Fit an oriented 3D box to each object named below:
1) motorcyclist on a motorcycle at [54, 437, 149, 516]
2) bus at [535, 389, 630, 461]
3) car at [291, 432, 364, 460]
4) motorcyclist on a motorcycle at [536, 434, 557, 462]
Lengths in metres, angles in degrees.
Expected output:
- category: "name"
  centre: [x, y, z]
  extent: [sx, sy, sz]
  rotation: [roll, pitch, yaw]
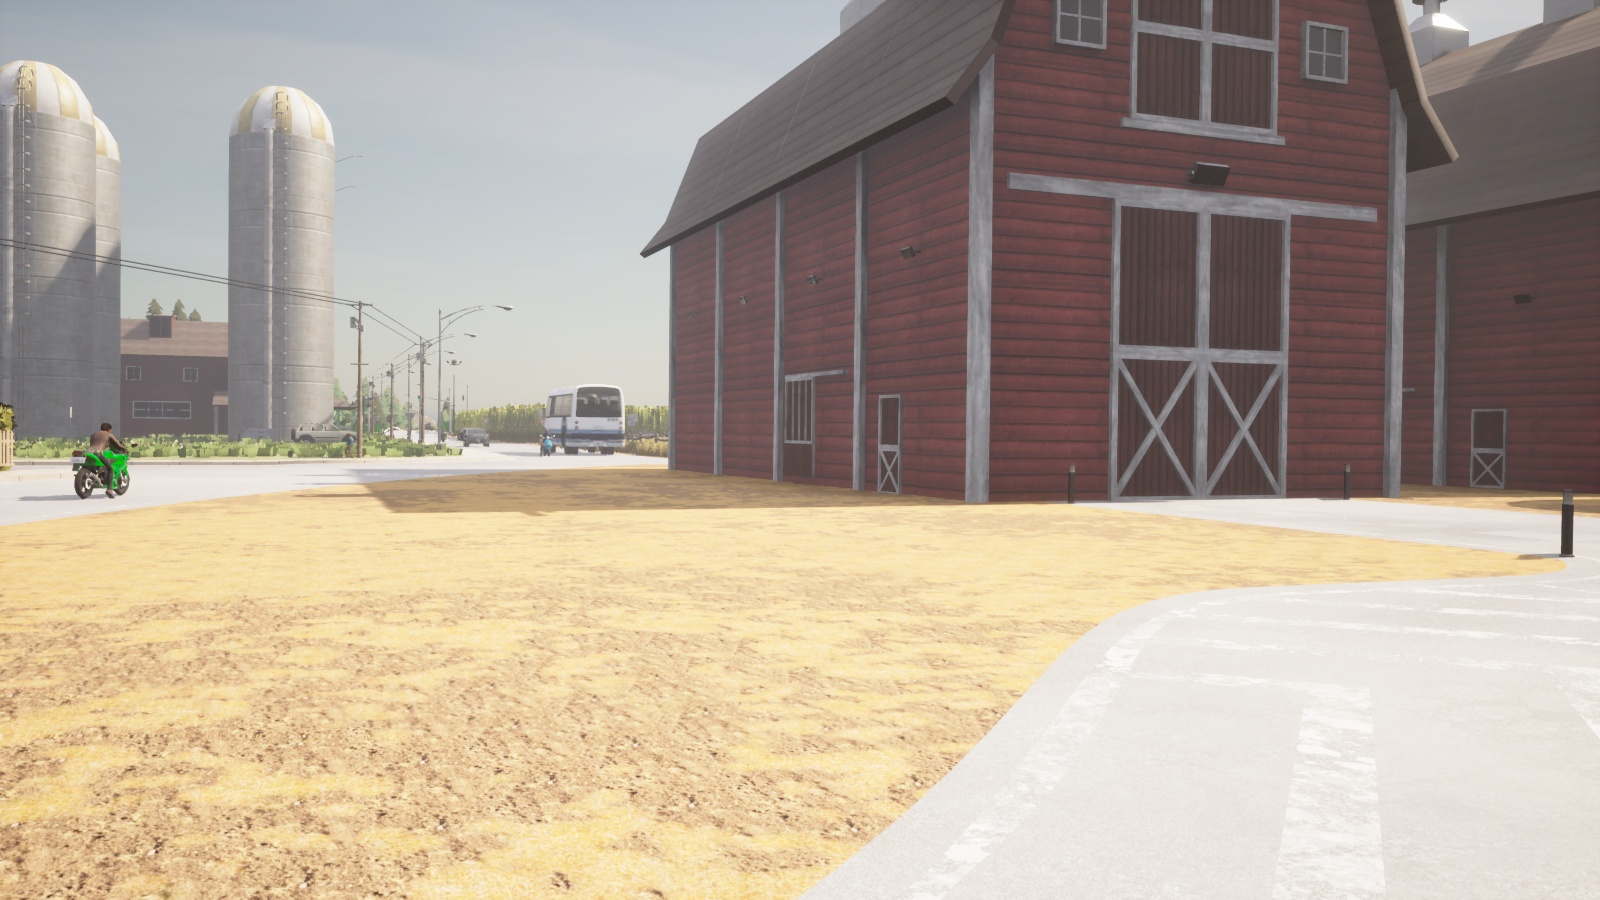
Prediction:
- category: "motorcyclist on a motorcycle"
  centre: [-14.076, 0.509, 25.370]
  extent: [0.797, 1.523, 2.044]
  rotation: [-1, 1, -2]
- category: "bus"
  centre: [-13.988, -1.586, 79.845]
  extent: [3.944, 4.253, 10.273]
  rotation: [-1, 1, -21]
- category: "car"
  centre: [-32.601, -0.303, 86.657]
  extent: [4.605, 1.855, 1.932]
  rotation: [-1, 1, -22]
- category: "motorcyclist on a motorcycle"
  centre: [-14.387, -0.113, 71.271]
  extent: [0.866, 1.590, 1.817]
  rotation: [-1, 1, -21]
